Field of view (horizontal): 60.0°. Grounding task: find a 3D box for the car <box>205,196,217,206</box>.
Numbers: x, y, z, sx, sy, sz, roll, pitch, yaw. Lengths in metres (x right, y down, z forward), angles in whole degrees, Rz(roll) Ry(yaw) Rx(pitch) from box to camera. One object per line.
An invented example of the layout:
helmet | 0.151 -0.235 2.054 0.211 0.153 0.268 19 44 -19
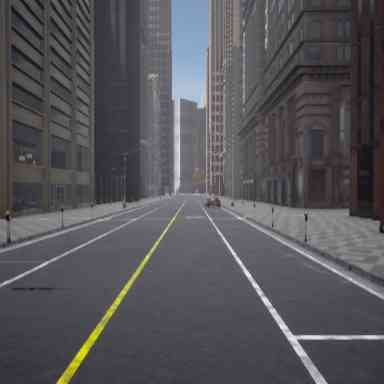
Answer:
car | 3.149 1.486 55.644 1.812 1.442 4.674 0 0 0

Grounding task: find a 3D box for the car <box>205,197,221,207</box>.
car | 3.149 1.489 48.644 1.812 1.442 4.674 0 0 0
